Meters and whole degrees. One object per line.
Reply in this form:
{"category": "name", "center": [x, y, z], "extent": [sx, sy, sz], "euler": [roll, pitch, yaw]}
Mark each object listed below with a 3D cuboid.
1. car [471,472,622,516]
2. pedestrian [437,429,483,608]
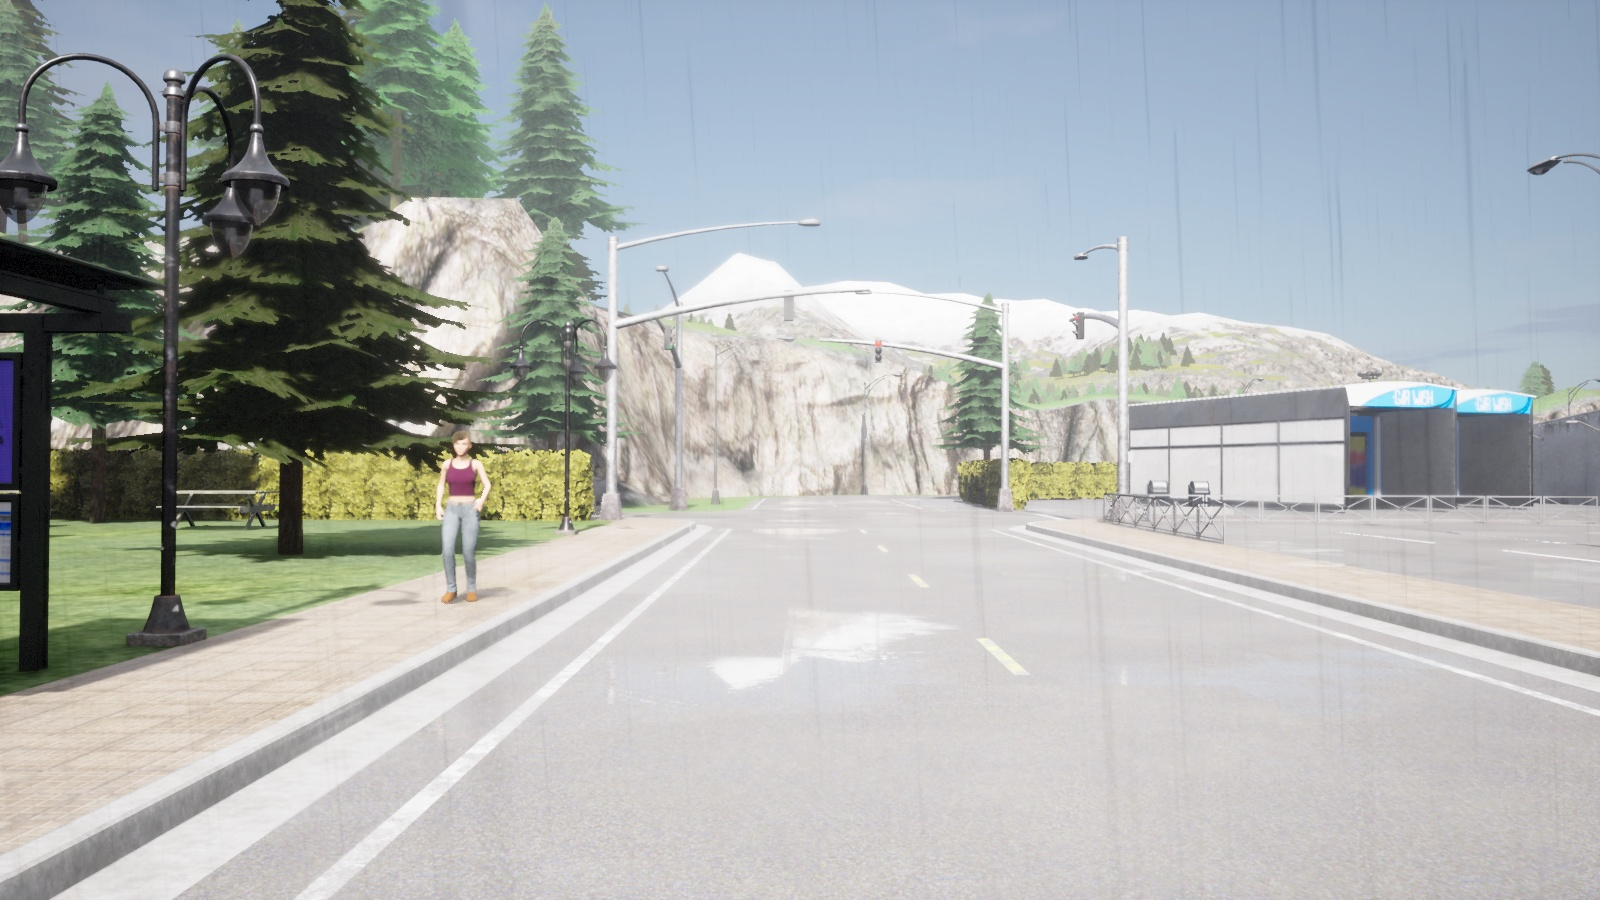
{"category": "car", "center": [-8.937, 1.553, 44.546], "extent": [4.902, 1.511, 2.128], "euler": [0, -1, 1]}
{"category": "pedestrian", "center": [-3.554, 0.705, 13.147], "extent": [0.345, 1.836, 0.594], "euler": [0, -1, -2]}
